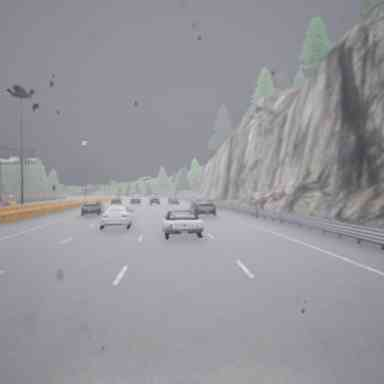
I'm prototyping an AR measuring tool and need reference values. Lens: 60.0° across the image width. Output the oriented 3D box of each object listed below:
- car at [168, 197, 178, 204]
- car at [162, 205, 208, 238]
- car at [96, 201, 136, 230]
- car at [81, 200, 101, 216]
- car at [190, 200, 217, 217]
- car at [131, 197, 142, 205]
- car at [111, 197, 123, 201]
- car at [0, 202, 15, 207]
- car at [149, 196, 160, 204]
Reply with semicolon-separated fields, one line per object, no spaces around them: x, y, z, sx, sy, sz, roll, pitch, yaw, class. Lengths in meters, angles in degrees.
-3.626;1.590;63.603;2.033;1.411;5.357;-1;0;-7;car
-0.610;1.607;17.694;1.895;1.301;4.718;-1;0;-7;car
-4.880;1.588;21.860;1.812;1.442;4.674;-1;0;-8;car
-10.192;1.623;34.430;2.128;1.511;4.902;-1;0;-8;car
0.977;1.476;30.981;2.128;1.511;4.902;-1;0;-9;car
-10.607;1.612;63.153;1.882;1.535;5.008;-1;0;-7;car
-14.053;1.685;62.514;1.837;1.490;4.892;-1;0;-7;car
-21.336;1.826;36.942;2.033;1.411;5.357;-1;0;-8;car
-7.117;1.593;63.452;1.837;1.490;4.892;-1;0;-7;car
